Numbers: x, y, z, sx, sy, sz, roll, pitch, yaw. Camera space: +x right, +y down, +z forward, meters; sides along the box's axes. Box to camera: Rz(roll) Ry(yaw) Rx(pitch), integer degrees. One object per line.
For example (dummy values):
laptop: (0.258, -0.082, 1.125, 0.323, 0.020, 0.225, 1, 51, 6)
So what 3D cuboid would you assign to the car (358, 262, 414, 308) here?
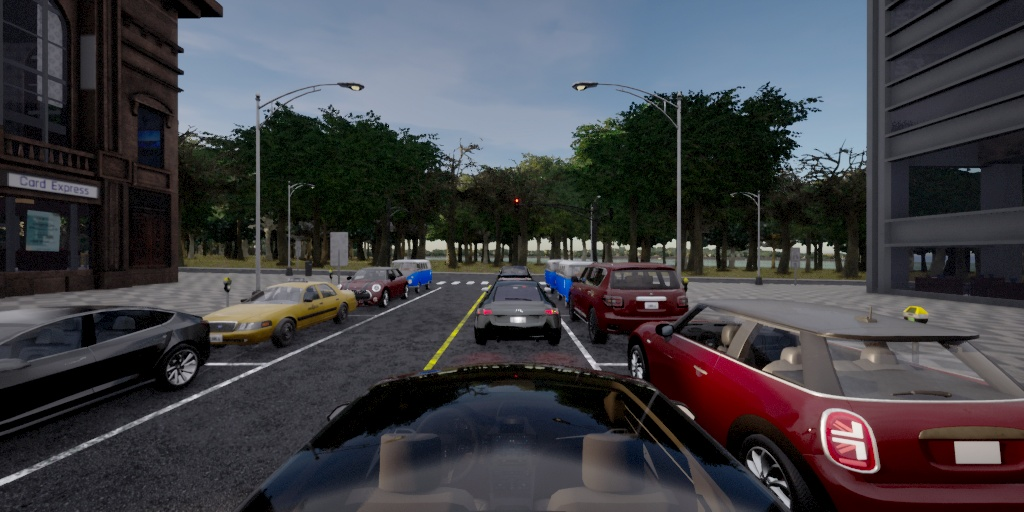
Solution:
car: (-5.739, 1.190, 14.958, 1.967, 1.591, 4.097, 0, 0, 0)

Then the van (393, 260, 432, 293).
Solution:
van: (-5.729, 1.092, 20.396, 1.690, 1.789, 3.998, 0, 0, 0)

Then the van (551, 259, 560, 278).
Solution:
van: (2.786, 1.092, 14.942, 1.690, 1.789, 3.998, 0, 0, 0)

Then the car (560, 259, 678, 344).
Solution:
car: (2.776, 1.065, 9.505, 2.192, 1.841, 5.009, 0, 0, 0)

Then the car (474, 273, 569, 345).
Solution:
car: (0.118, 1.314, 9.553, 1.994, 1.385, 4.181, 0, 0, 0)

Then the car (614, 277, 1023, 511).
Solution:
car: (2.766, 1.190, 4.067, 1.967, 1.591, 4.097, 0, 0, 0)

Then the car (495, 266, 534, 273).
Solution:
car: (0.131, 1.243, 18.434, 2.128, 1.511, 4.902, 0, 0, 0)

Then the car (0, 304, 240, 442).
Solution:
car: (-5.759, 1.316, 4.083, 1.948, 1.339, 4.313, 0, 0, 0)

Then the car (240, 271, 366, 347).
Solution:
car: (-5.749, 1.276, 9.351, 1.751, 1.417, 4.829, 0, 0, 0)

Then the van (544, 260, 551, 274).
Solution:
van: (2.797, 1.092, 20.380, 1.690, 1.789, 3.998, 0, 0, 0)
